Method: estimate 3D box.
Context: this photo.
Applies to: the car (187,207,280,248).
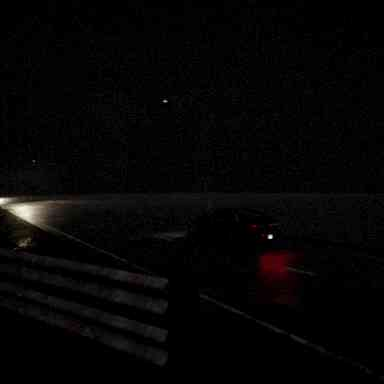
[{"bbox_3d":[1.609,1.433,14.577,1.837,1.490,4.892,0,0,-34],"label":"car"}]
